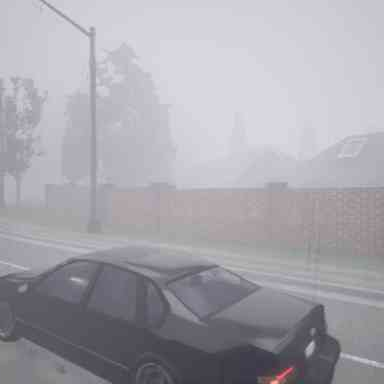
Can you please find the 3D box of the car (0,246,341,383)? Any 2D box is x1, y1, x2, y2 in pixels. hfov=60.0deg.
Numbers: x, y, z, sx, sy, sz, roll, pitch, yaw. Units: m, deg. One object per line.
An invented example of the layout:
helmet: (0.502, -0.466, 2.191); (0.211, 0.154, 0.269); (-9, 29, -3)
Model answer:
car: (-0.908, 1.519, 4.641); (5.357, 1.411, 2.033); (1, 0, 36)
